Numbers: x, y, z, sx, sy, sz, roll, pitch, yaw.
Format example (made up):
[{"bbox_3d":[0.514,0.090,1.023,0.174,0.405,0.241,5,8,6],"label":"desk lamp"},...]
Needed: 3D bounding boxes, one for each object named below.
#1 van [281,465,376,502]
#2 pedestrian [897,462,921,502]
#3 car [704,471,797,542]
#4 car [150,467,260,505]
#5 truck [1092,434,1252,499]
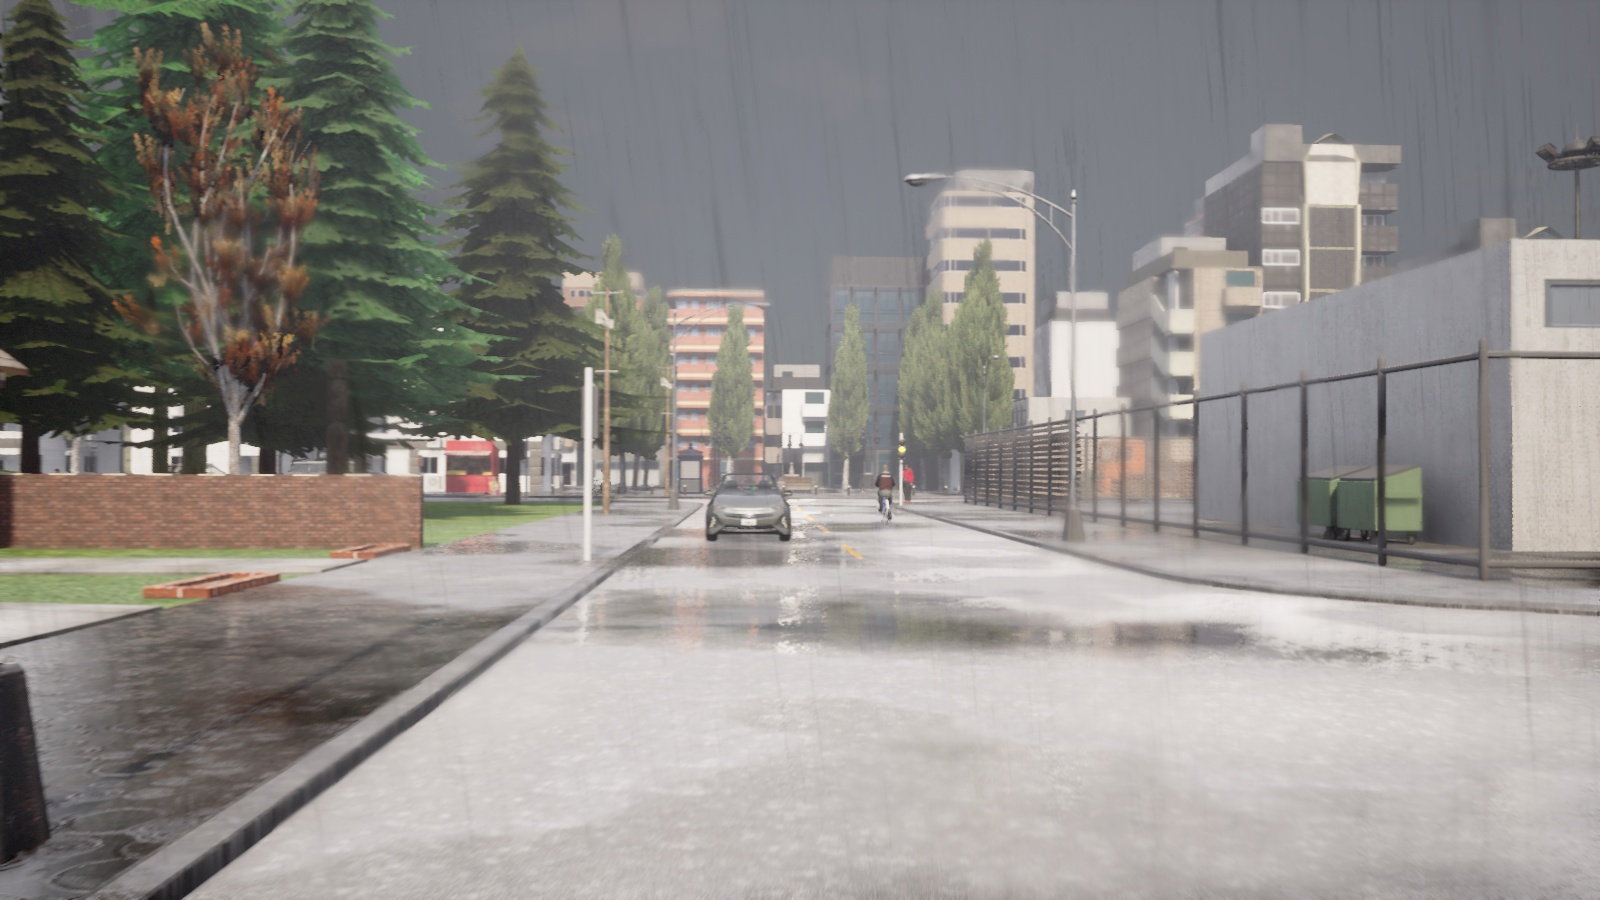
[{"bbox_3d":[-25.223,1.785,67.302,4.442,1.987,1.775,0,-1,-2],"label":"van"},{"bbox_3d":[5.112,1.494,58.976,0.899,1.844,0.634,0,-1,-27],"label":"pedestrian"},{"bbox_3d":[-1.177,1.257,29.343,2.007,1.525,4.514,0,-1,-3],"label":"car"},{"bbox_3d":[-29.871,1.795,63.121,4.605,1.855,1.932,0,-1,-2],"label":"car"},{"bbox_3d":[20.390,0.917,69.079,7.936,3.462,2.891,0,-1,-3],"label":"truck"}]
